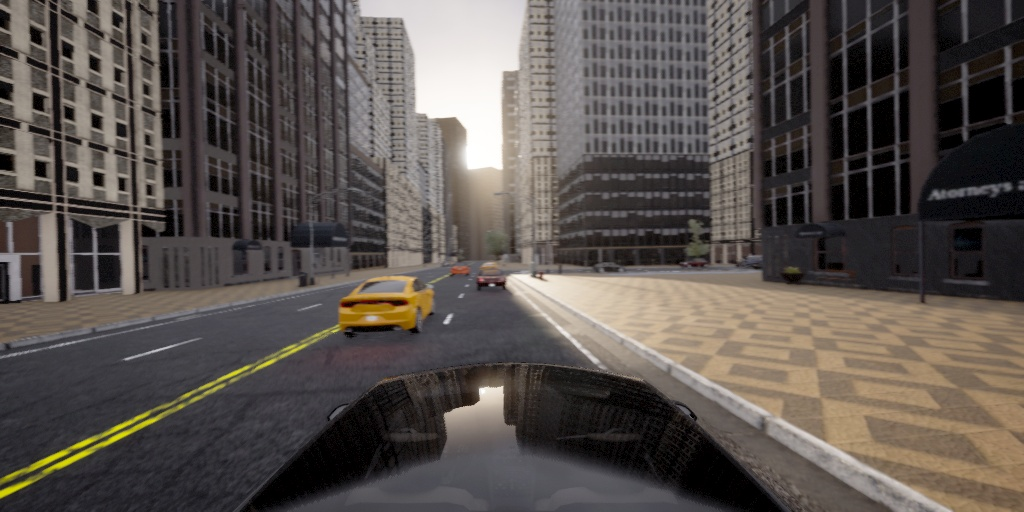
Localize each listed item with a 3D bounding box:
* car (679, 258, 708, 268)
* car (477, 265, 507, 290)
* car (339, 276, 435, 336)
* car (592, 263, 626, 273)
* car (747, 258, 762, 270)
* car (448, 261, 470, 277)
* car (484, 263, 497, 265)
[{"bbox_3d":[28.683,1.100,56.724,4.097,1.591,1.967,0,0,-5],"label":"car"},{"bbox_3d":[-1.387,1.491,23.985,1.895,1.301,4.718,-1,0,-5],"label":"car"},{"bbox_3d":[-3.573,1.356,11.064,1.882,1.535,5.008,-1,0,-5],"label":"car"},{"bbox_3d":[12.634,1.504,46.646,4.403,1.370,2.007,0,0,-5],"label":"car"},{"bbox_3d":[35.087,1.232,48.915,4.313,1.339,1.948,0,0,-5],"label":"car"},{"bbox_3d":[-6.275,1.539,43.891,2.097,1.767,4.553,-1,-1,-5],"label":"car"},{"bbox_3d":[-2.403,1.499,40.558,1.882,1.535,5.008,-2,-1,1],"label":"car"}]
